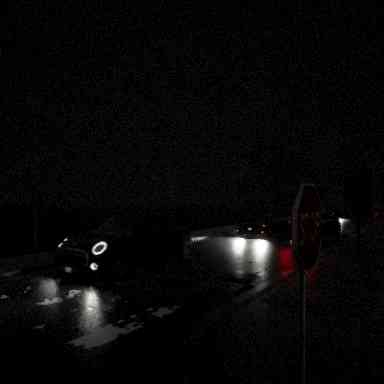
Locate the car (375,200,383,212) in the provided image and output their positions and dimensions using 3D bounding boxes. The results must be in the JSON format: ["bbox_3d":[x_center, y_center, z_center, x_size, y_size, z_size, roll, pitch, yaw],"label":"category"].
[{"bbox_3d":[27.815,1.989,47.985,2.097,1.767,4.553,0,0,35],"label":"car"}]

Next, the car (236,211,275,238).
[{"bbox_3d":[4.206,1.810,19.364,1.994,1.385,4.181,0,-1,35],"label":"car"}]

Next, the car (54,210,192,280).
[{"bbox_3d":[-1.958,1.471,10.556,2.097,1.767,4.553,0,-1,35],"label":"car"}]

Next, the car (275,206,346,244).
[{"bbox_3d":[6.381,1.713,17.327,2.128,1.511,4.902,0,-1,35],"label":"car"}]
